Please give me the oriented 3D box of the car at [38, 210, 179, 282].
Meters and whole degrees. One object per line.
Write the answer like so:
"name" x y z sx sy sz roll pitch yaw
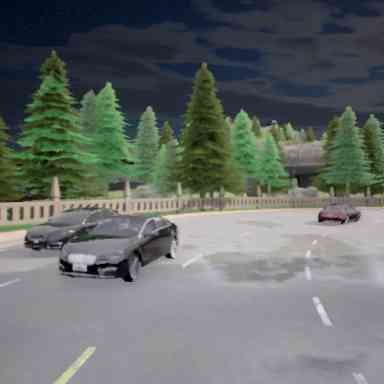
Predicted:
"car" -1.828 1.430 9.826 2.128 1.511 4.902 1 0 17

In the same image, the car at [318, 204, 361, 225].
"car" 11.020 1.570 24.753 1.994 1.385 4.181 1 0 44

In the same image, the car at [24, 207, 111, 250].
"car" -4.365 1.402 13.327 1.837 1.490 4.892 1 0 20
